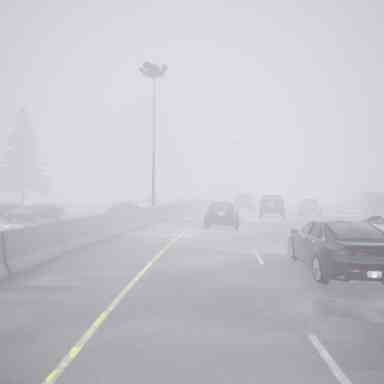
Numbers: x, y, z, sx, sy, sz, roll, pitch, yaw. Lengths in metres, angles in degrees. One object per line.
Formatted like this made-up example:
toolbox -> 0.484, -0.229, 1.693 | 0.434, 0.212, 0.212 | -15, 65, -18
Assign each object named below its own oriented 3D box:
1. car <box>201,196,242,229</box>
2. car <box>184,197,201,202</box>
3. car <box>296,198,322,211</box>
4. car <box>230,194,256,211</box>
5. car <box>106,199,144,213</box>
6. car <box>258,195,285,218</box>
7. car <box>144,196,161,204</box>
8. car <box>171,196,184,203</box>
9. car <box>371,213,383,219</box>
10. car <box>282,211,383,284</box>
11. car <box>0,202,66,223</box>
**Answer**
car -> 2.048, 1.364, 21.781 | 2.097, 1.767, 4.553 | 0, 0, 9
car -> 0.735, 1.580, 65.132 | 1.994, 1.385, 4.181 | 0, 0, 25
car -> 11.677, 1.396, 33.397 | 2.097, 1.767, 4.553 | 0, 0, 14
car -> 6.525, 1.252, 40.917 | 2.150, 2.045, 5.566 | 0, 0, 17
car -> -6.720, 1.553, 32.607 | 1.994, 1.385, 4.181 | 0, 0, 13
car -> 7.252, 1.251, 30.262 | 2.150, 2.045, 5.566 | 0, 0, 13
car -> -7.847, 1.541, 63.011 | 2.033, 1.411, 5.357 | 0, 0, 23
car -> -2.458, 1.535, 66.564 | 1.812, 1.442, 4.674 | 0, 0, 25
car -> 7.936, 1.553, 13.264 | 1.812, 1.442, 4.674 | 0, 0, 6
car -> 4.092, 1.520, 9.546 | 1.837, 1.490, 4.892 | 0, 0, 4
car -> -11.765, 1.520, 25.435 | 2.033, 1.411, 5.357 | 0, 0, 10
